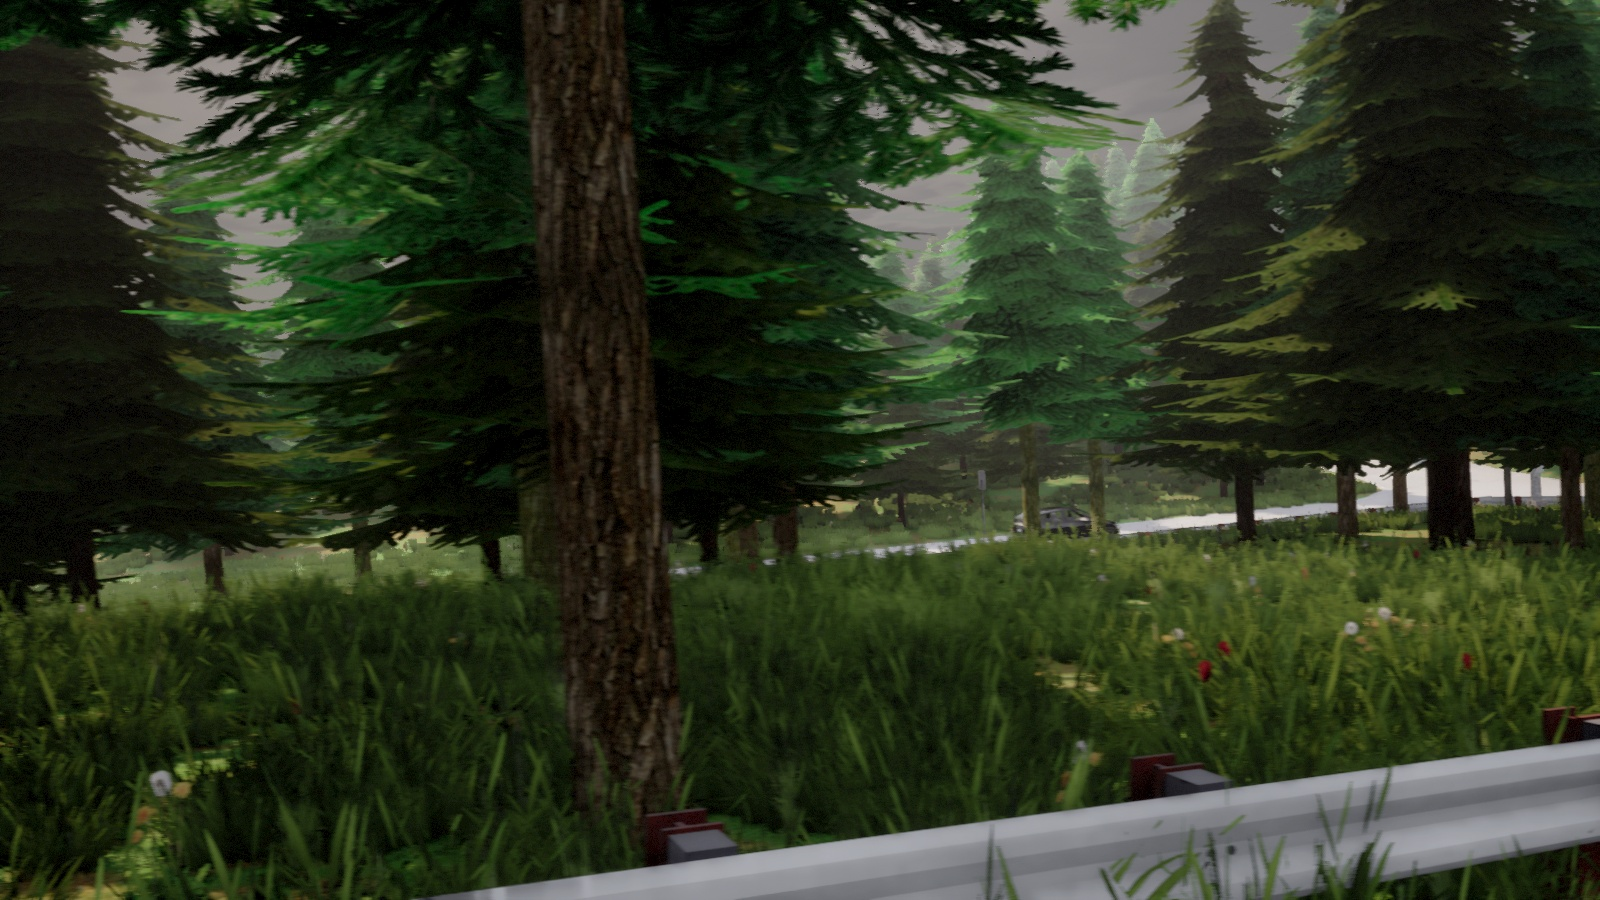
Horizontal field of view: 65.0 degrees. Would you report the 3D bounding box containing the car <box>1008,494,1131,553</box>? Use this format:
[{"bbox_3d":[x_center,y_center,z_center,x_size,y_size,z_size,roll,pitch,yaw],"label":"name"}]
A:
[{"bbox_3d":[9.431,2.551,44.016,3.705,1.549,1.789,-6,3,-15],"label":"car"}]
